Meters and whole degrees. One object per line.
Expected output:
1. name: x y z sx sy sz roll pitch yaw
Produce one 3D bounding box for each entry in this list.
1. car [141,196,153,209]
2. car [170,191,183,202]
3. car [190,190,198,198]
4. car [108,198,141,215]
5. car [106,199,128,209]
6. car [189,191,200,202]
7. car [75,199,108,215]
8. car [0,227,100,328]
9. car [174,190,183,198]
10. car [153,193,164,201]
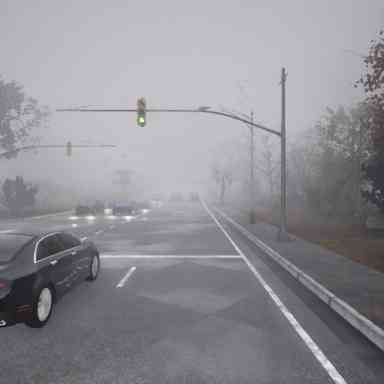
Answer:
1. car: -6.836 1.526 45.133 1.812 1.442 4.674 0 0 0
2. car: -3.007 0.839 64.409 2.097 1.767 4.553 0 3 0
3. car: 0.462 0.455 74.247 1.882 1.535 5.008 0 3 0
4. car: -6.908 1.478 34.649 1.882 1.535 5.008 0 0 1
5. car: -10.330 1.601 46.119 1.895 1.301 4.718 0 0 0
6. car: 0.492 1.004 63.880 2.128 1.511 4.902 0 3 0
7. car: -10.411 1.478 34.298 1.882 1.535 5.008 0 0 0
8. car: -3.374 1.505 6.997 1.837 1.490 4.892 0 0 0
9. car: -3.032 0.445 74.460 1.882 1.535 5.008 0 3 0
10. car: -6.629 0.994 65.224 2.033 1.411 5.357 0 3 1
